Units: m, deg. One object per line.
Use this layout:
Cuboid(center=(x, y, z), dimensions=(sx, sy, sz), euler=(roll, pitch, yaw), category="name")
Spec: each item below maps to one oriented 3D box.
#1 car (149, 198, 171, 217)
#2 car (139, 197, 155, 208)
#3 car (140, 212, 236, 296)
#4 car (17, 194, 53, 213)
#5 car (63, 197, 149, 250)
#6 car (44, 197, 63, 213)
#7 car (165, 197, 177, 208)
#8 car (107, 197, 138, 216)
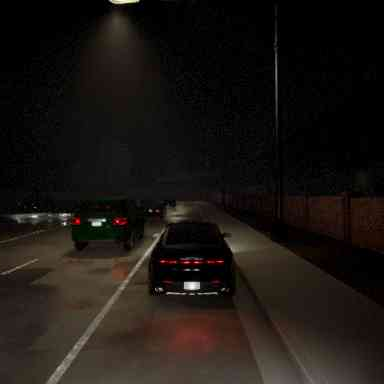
Cuboid(center=(-3.303, 1.560, 28.961), dimensions=(2.033, 1.411, 5.357), euler=(0, 0, 0), category="car")
Cuboid(center=(-6.798, 1.547, 50.379), dimensions=(1.812, 1.442, 4.674), euler=(0, 0, 0), category="car")
Cuboid(center=(0.000, 1.508, 8.652), dimensions=(1.837, 1.490, 4.892), euler=(0, 0, 0), category="car")
Cuboid(center=(-17.495, 1.237, 37.690), dimensions=(2.150, 2.045, 5.566), euler=(0, 0, 0), category="car")
Cuboid(center=(-3.394, 1.227, 14.465), dimensions=(2.150, 2.045, 5.566), euler=(0, 0, 0), category="car")
Cuboid(center=(-13.994, 1.520, 36.530), dimensions=(1.837, 1.490, 4.892), euler=(0, 0, 0), category="car")
Cuboid(center=(-3.300, 1.526, 49.403), dimensions=(1.837, 1.490, 4.892), euler=(0, 0, 0), category="car")
Cuboid(center=(-6.801, 1.366, 32.914), dimensions=(2.097, 1.767, 4.553), euler=(0, 0, 0), category="car")
